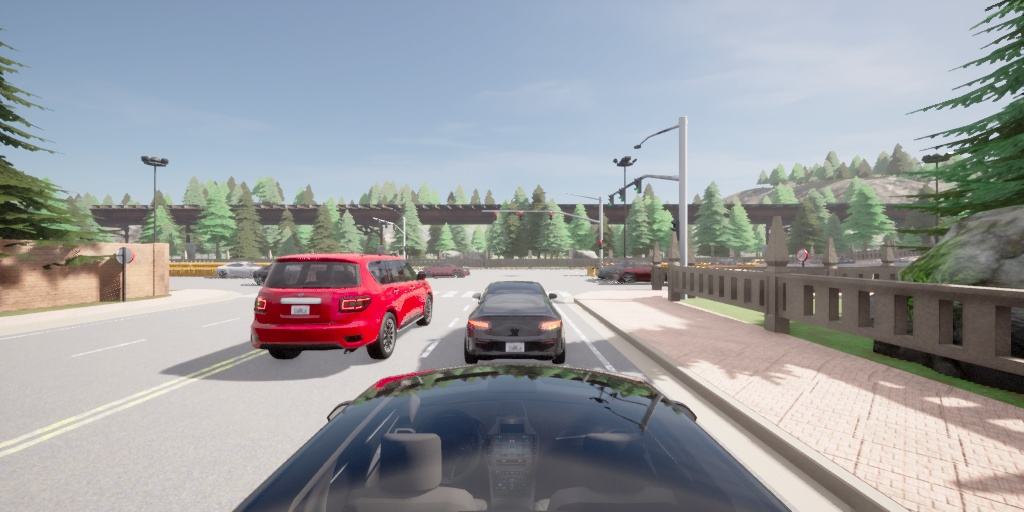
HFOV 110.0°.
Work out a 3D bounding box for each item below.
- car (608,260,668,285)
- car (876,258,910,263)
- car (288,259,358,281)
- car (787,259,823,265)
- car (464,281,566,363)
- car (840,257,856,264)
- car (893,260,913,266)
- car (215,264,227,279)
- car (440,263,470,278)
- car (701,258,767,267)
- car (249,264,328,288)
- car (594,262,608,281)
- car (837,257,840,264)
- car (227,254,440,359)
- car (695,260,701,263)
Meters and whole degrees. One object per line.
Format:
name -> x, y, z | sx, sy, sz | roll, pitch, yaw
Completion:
car -> 9.567, 1.101, 25.425 | 4.553, 1.767, 2.097 | 0, 0, 0
car -> 42.054, 0.974, 39.534 | 5.357, 1.411, 2.033 | -3, 0, 0
car -> -15.233, 1.101, 29.038 | 4.553, 1.767, 2.097 | 0, 0, 0
car -> 31.421, 1.337, 39.555 | 4.718, 1.301, 1.895 | 0, 0, 0
car -> 0.063, 1.276, 7.963 | 1.812, 1.442, 4.674 | 0, 0, 0
car -> 41.609, 0.953, 46.535 | 4.892, 1.490, 1.837 | -3, 0, 0
car -> 32.885, 1.285, 28.862 | 4.181, 1.385, 1.994 | -1, 0, 0
car -> -24.264, 1.276, 32.586 | 4.674, 1.442, 1.812 | 0, 0, 0
car -> -5.916, 1.314, 32.496 | 4.181, 1.385, 1.994 | 0, 0, 0
car -> 20.133, 1.102, 32.378 | 4.553, 1.767, 2.097 | 0, 0, 0
car -> -14.974, 1.257, 23.992 | 4.892, 1.490, 1.837 | -1, -1, 20
car -> 8.980, 1.314, 28.927 | 4.181, 1.385, 1.994 | 0, 0, 0
car -> 35.687, 1.141, 43.050 | 5.008, 1.535, 1.882 | -1, 0, 0
car -> -3.440, 0.971, 8.515 | 2.150, 2.045, 5.566 | 0, 0, 0
car -> 22.433, 1.102, 39.573 | 4.553, 1.767, 2.097 | 0, 0, 0
